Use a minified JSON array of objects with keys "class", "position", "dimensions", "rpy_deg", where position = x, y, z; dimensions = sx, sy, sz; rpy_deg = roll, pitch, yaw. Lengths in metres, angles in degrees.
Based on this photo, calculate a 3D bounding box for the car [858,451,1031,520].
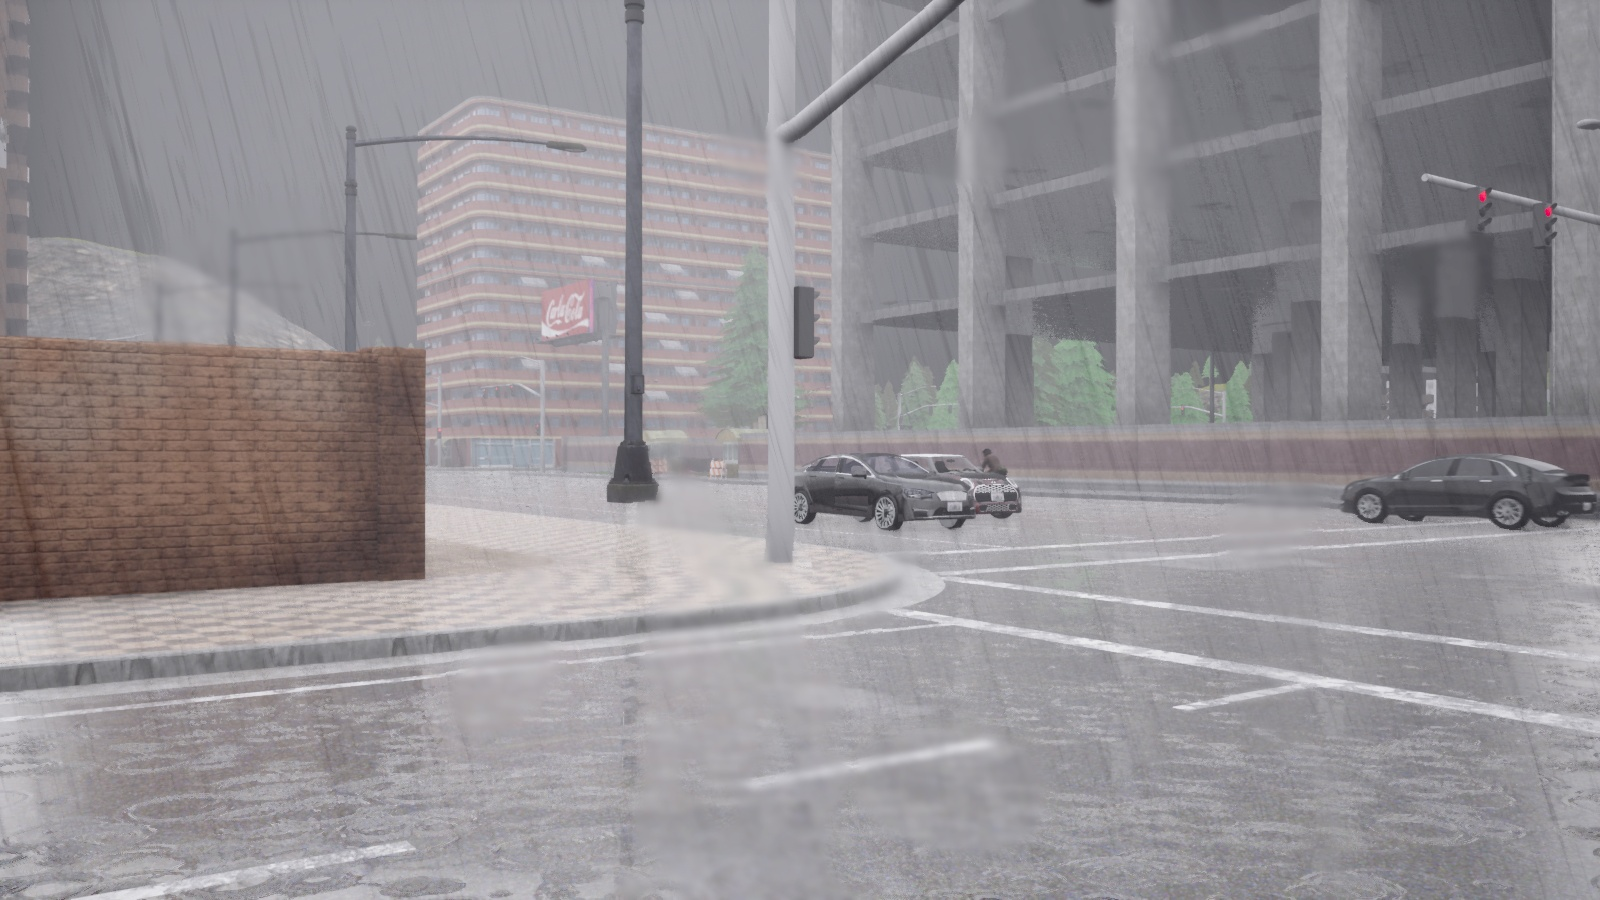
[{"class":"car","position":[3.293,0.775,29.197],"dimensions":[1.970,1.475,3.806],"rpy_deg":[0,0,-34]}]

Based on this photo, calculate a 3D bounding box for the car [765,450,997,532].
[{"class":"car","position":[1.523,0.760,25.587],"dimensions":[2.128,1.511,4.902],"rpy_deg":[0,0,-34]}]

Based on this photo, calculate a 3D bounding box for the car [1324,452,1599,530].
[{"class":"car","position":[13.784,0.785,26.353],"dimensions":[1.837,1.490,4.892],"rpy_deg":[0,0,-35]}]
